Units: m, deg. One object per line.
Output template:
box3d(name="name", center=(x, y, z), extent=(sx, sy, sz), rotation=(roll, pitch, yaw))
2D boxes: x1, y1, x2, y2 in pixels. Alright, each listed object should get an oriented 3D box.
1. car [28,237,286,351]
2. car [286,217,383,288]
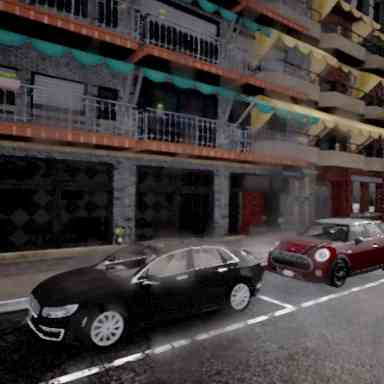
box3d(name="car", center=(-0.576, 1.572, 6.137), extent=(4.403, 1.369, 2.008), rotation=(1, 1, -35))
box3d(name="car", center=(4.027, 1.502, 9.418), extent=(4.097, 1.590, 1.967), rotation=(1, 1, -35))
